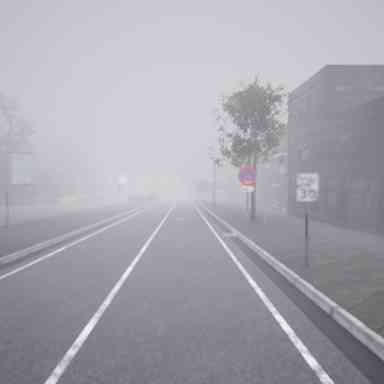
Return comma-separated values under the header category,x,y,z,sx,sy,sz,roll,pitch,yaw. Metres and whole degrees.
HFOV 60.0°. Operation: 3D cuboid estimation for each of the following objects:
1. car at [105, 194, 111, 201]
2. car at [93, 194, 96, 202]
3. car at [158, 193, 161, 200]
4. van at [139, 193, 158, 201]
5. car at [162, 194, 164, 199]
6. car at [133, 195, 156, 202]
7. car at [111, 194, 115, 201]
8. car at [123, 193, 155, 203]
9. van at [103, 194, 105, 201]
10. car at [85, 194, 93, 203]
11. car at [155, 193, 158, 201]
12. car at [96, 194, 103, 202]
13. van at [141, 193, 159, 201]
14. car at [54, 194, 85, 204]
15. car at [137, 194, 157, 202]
category,x,y,z,sx,sy,sz,roll,pitch,yaw
car,-23.946,1.658,84.921,4.674,1.452,2.002,0,0,-1
car,-23.609,1.563,71.005,4.674,1.452,2.002,0,0,-1
car,-10.697,1.210,76.932,5.566,2.045,2.435,0,0,-1
van,-10.691,1.276,82.539,4.442,1.987,1.878,0,0,-1
car,-11.013,1.569,90.942,5.008,1.535,2.097,0,0,-1
car,-10.605,1.444,74.127,4.892,1.521,2.231,0,0,-1
car,-23.834,1.636,87.710,5.366,1.575,1.946,0,0,-1
car,-10.392,1.413,65.724,4.892,1.521,2.231,0,0,-1
van,-23.927,1.348,79.350,4.442,1.987,1.878,0,0,-1
car,-23.545,1.512,68.219,5.008,1.535,2.097,0,0,-1
car,-10.495,1.168,68.524,5.566,2.045,2.435,0,0,-1
car,-23.711,1.429,76.573,4.553,1.767,2.185,0,0,-1
van,-11.064,1.322,88.138,4.442,1.987,1.878,0,0,-1
car,-23.403,1.501,62.652,5.008,1.535,2.097,0,0,-1
car,-10.705,1.354,79.733,4.553,1.767,2.185,0,0,-1
